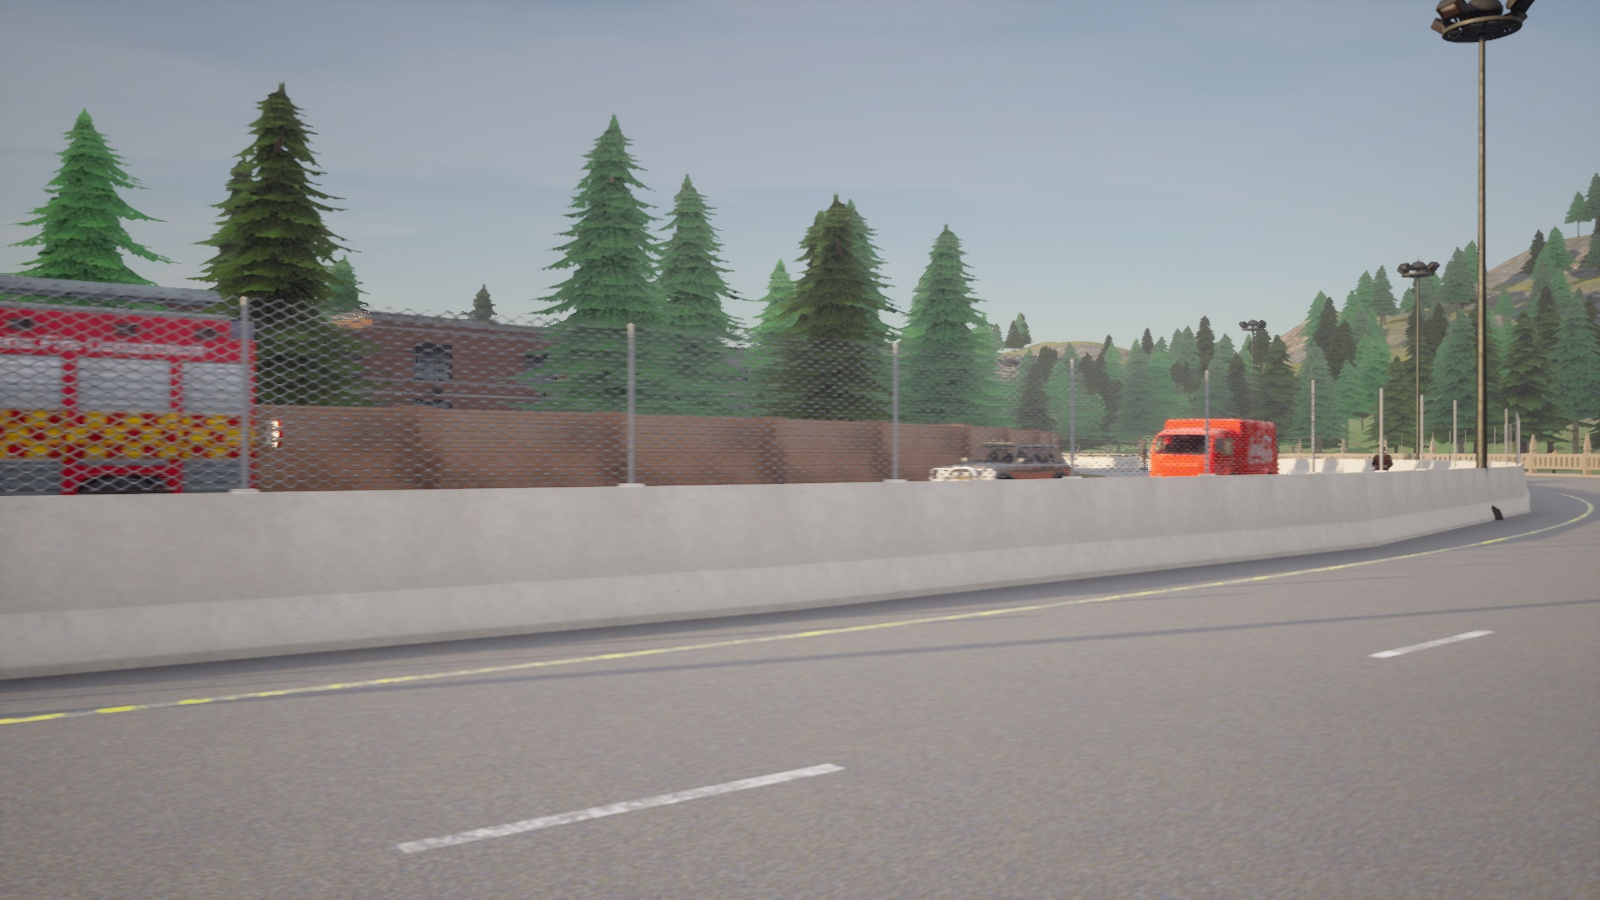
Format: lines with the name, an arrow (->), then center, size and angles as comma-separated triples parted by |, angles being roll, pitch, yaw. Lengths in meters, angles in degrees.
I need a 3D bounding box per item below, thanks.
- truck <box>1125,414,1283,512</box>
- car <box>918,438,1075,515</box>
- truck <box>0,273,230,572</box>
truck -> 11.213, 0.318, 34.637 | 2.627, 2.467, 5.204 | 0, 0, 36
car -> 5.158, 0.632, 32.534 | 1.932, 1.855, 4.605 | 0, 0, 40
truck -> -12.300, -0.352, 16.356 | 8.468, 3.827, 2.891 | 0, 0, -36
